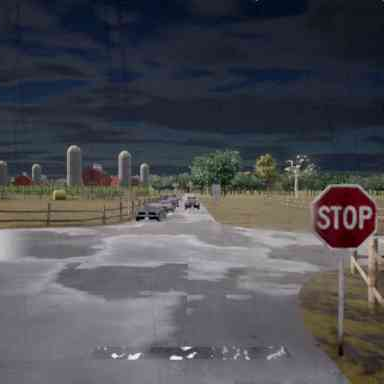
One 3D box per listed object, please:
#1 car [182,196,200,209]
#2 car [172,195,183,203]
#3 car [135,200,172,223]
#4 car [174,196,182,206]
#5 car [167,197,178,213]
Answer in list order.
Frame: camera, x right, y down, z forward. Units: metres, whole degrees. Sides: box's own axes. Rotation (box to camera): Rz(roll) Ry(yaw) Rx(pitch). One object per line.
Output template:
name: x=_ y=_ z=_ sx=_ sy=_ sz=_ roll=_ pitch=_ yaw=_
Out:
car: x=0.026 y=1.557 z=44.176 sx=1.895 sy=1.301 sz=4.718 roll=0 pitch=0 yaw=0
car: x=-2.860 y=1.385 z=65.464 sx=1.994 sy=1.385 sz=4.181 roll=0 pitch=0 yaw=0
car: x=-3.045 y=1.584 z=25.751 sx=1.895 sy=1.301 sz=4.718 roll=0 pitch=0 yaw=4
car: x=-2.914 y=1.493 z=49.875 sx=2.033 sy=1.411 sz=5.357 roll=0 pitch=0 yaw=0
car: x=-2.905 y=1.531 z=36.787 sx=1.994 sy=1.385 sz=4.181 roll=0 pitch=0 yaw=0
